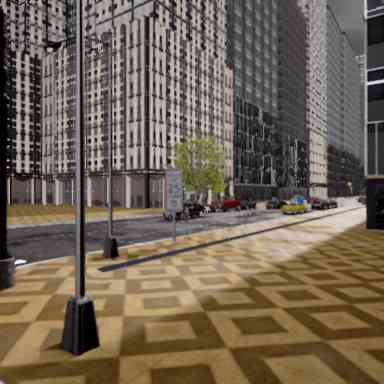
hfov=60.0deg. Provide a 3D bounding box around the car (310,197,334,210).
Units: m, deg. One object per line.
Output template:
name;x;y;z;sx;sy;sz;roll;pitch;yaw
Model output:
car;17.522;1.728;45.393;1.947;1.339;4.313;0;0;34

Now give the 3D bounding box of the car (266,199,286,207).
car;13.835;1.778;54.831;1.802;1.307;4.206;0;0;34

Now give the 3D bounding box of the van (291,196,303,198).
van;20.281;1.567;64.230;1.690;1.788;3.998;0;0;34

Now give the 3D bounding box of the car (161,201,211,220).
car;-0.665;1.595;29.108;1.837;1.490;4.892;0;0;34

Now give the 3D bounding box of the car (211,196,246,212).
car;4.166;1.458;40.739;2.192;1.841;5.009;0;0;34

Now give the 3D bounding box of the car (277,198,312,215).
car;11.172;1.651;36.137;1.752;1.417;4.829;0;0;34

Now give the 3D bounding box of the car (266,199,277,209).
car;12.090;1.735;47.538;1.994;1.385;4.181;0;0;35

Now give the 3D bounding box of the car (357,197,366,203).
car;40.084;1.822;78.278;1.947;1.339;4.313;0;0;34

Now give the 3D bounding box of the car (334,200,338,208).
car;20.745;1.729;50.090;2.008;1.369;4.403;0;0;34

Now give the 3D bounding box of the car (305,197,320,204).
car;26.727;1.797;73.624;1.887;1.381;4.507;0;0;34

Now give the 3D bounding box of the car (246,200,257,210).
car;7.389;1.728;45.435;1.947;1.339;4.313;0;0;34
